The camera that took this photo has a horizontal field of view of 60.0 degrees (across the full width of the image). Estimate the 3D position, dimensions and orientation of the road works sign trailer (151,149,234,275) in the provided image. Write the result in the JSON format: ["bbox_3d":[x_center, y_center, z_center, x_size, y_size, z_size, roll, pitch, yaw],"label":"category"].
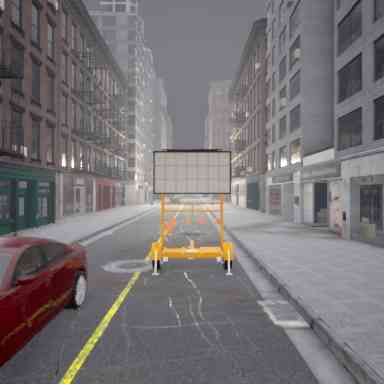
[{"bbox_3d":[0.010,0.462,10.405,2.380,3.560,2.880,0,0,0],"label":"road works sign trailer"}]

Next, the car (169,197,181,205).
[{"bbox_3d":[-2.980,1.511,58.444,2.033,1.411,5.357,0,0,0],"label":"car"}]

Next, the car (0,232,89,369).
[{"bbox_3d":[-3.098,1.477,5.021,1.882,1.535,5.008,0,0,0],"label":"car"}]
